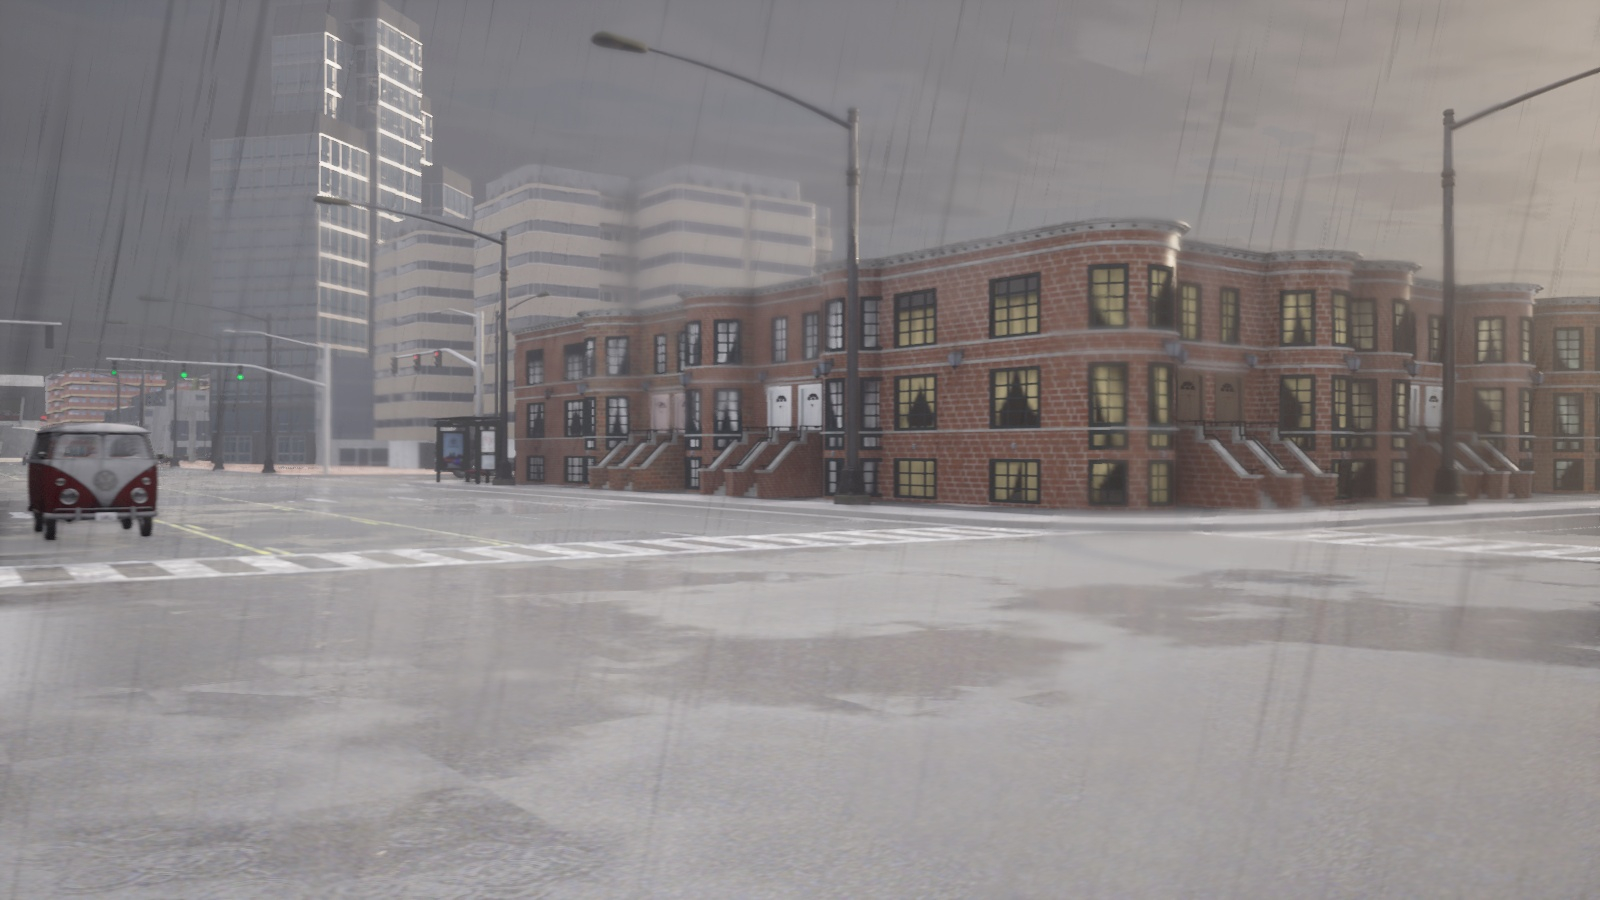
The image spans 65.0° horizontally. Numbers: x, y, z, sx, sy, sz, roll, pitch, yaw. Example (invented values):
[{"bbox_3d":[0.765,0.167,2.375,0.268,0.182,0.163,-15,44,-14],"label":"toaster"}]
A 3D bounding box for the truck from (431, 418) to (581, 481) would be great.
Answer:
[{"bbox_3d":[-16.926,-0.023,72.634,7.936,3.462,2.891,0,0,-35],"label":"truck"}]

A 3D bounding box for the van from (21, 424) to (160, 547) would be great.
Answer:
[{"bbox_3d":[-12.870,0.580,22.653,1.775,1.987,4.442,0,0,-35],"label":"van"}]
